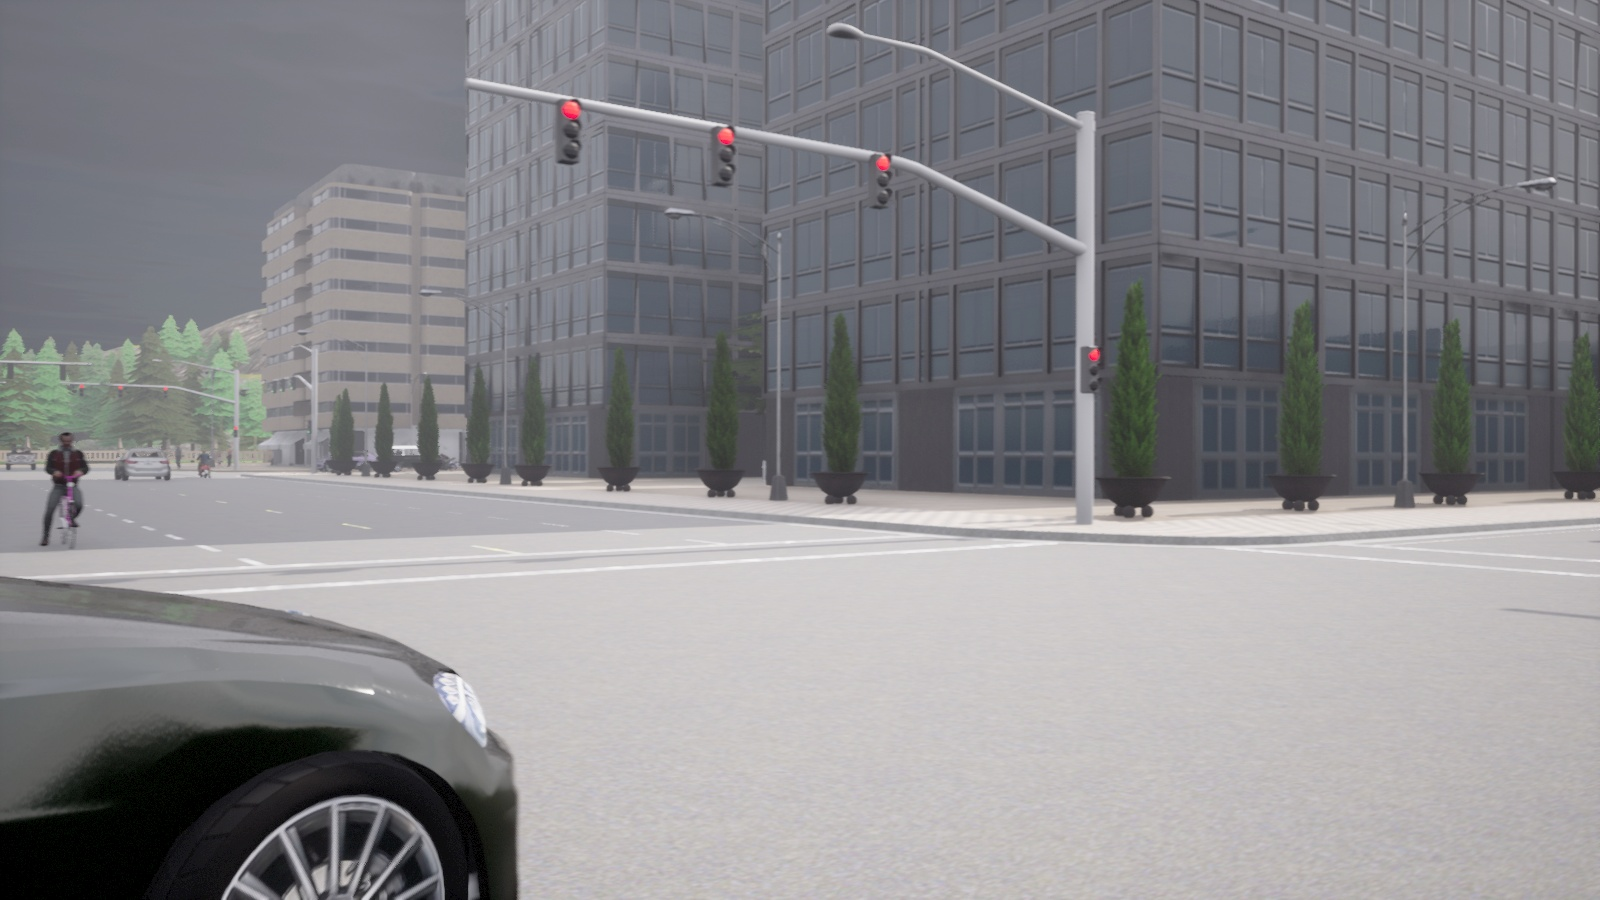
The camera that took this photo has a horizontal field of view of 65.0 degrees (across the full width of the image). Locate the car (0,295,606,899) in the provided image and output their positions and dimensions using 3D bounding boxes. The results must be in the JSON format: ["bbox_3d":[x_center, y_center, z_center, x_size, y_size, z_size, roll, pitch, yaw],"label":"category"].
[{"bbox_3d":[-3.046,0.542,2.294,2.152,1.651,5.027,0,0,45],"label":"car"}]

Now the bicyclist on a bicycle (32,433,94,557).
[{"bbox_3d":[-11.163,0.656,18.994,0.659,1.776,1.843,0,0,-35],"label":"bicyclist on a bicycle"}]

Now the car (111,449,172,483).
[{"bbox_3d":[-33.820,0.785,64.451,2.242,1.667,4.611,0,0,-35],"label":"car"}]

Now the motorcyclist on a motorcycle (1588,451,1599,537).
[{"bbox_3d":[15.199,0.784,22.763,2.044,1.523,0.797,0,0,-35],"label":"motorcyclist on a motorcycle"}]
